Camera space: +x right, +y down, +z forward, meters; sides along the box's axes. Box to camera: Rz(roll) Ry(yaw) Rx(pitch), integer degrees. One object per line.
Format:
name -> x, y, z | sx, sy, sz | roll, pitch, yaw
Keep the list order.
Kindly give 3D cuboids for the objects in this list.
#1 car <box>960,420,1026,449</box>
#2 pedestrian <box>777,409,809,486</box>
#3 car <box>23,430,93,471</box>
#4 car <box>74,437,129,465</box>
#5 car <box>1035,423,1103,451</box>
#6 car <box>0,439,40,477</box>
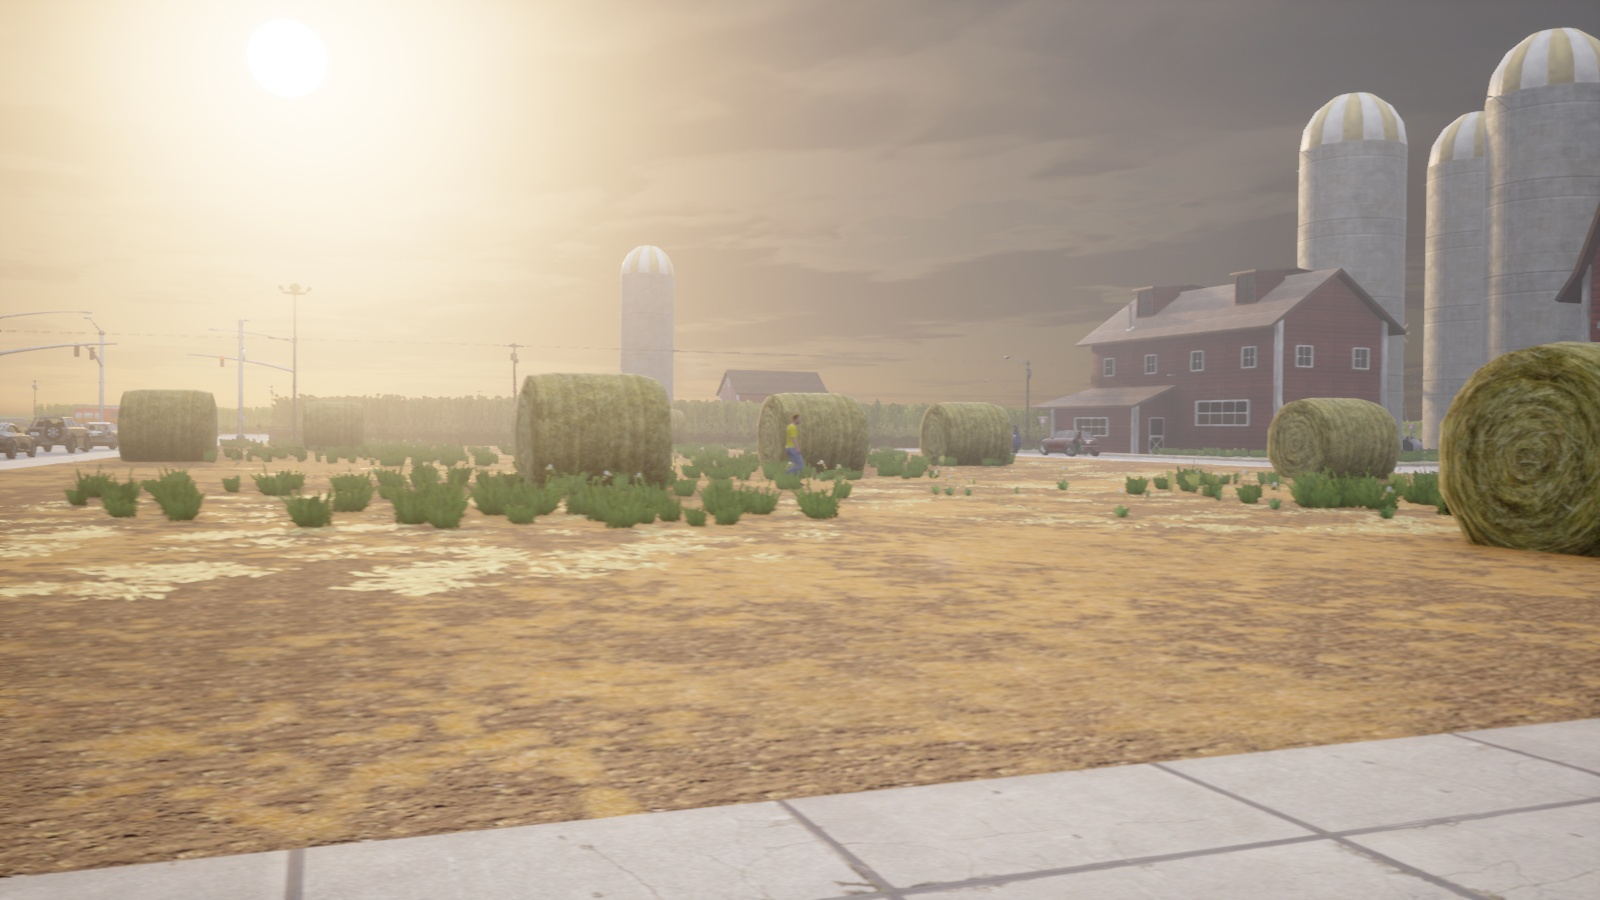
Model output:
car -> 13.852, -1.112, 90.491 | 2.150, 2.045, 5.566 | -1, 1, -22
pedestrian -> -0.168, -0.066, 30.507 | 0.706, 1.836, 0.354 | -1, 1, -9
car -> -35.394, -0.019, 60.017 | 1.932, 1.855, 4.605 | -1, 1, -18
car -> -38.279, 0.017, 68.894 | 1.970, 1.475, 3.806 | -1, 1, -18
car -> 17.444, -0.866, 81.535 | 2.097, 1.767, 4.553 | -1, 1, -22
car -> -32.388, 0.308, 50.785 | 1.812, 1.442, 4.674 | -1, 1, -18
